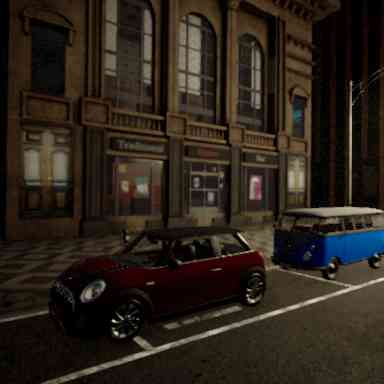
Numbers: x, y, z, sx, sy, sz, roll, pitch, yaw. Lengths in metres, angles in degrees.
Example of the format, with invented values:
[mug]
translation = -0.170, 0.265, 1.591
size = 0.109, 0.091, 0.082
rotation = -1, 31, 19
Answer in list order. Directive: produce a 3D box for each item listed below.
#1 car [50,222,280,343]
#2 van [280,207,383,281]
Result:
[car]
translation = -0.503, 1.445, 6.393
size = 4.097, 1.590, 1.967
rotation = 0, 1, -35
[van]
translation = 4.078, 1.354, 9.656
size = 3.998, 1.788, 1.690
rotation = 0, 1, -35
